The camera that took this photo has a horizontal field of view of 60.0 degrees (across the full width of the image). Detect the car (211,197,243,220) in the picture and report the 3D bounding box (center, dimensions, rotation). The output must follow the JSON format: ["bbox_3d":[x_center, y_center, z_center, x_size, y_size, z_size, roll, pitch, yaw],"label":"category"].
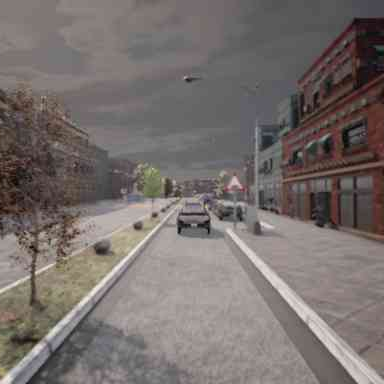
[{"bbox_3d":[3.000,1.466,27.447,2.231,1.521,4.892,0,0,0],"label":"car"}]

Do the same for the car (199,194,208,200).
[{"bbox_3d":[3.006,1.307,88.158,2.185,1.767,4.553,0,0,0],"label":"car"}]

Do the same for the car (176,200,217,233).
[{"bbox_3d":[0.102,1.485,19.616,2.128,1.511,4.902,0,0,0],"label":"car"}]

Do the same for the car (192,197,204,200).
[{"bbox_3d":[0.096,1.517,38.094,1.895,1.301,4.718,0,-2,0],"label":"car"}]

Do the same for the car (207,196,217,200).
[{"bbox_3d":[3.000,1.456,33.095,2.231,1.521,4.892,0,0,0],"label":"car"}]

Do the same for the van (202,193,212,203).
[{"bbox_3d":[3.004,1.168,66.223,1.878,1.987,4.442,0,0,0],"label":"van"}]

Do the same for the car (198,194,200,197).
[{"bbox_3d":[3.005,1.397,71.621,2.231,1.521,4.892,0,0,0],"label":"car"}]

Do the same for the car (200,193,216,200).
[{"bbox_3d":[3.003,1.153,55.092,2.435,2.045,5.566,0,0,0],"label":"car"}]
